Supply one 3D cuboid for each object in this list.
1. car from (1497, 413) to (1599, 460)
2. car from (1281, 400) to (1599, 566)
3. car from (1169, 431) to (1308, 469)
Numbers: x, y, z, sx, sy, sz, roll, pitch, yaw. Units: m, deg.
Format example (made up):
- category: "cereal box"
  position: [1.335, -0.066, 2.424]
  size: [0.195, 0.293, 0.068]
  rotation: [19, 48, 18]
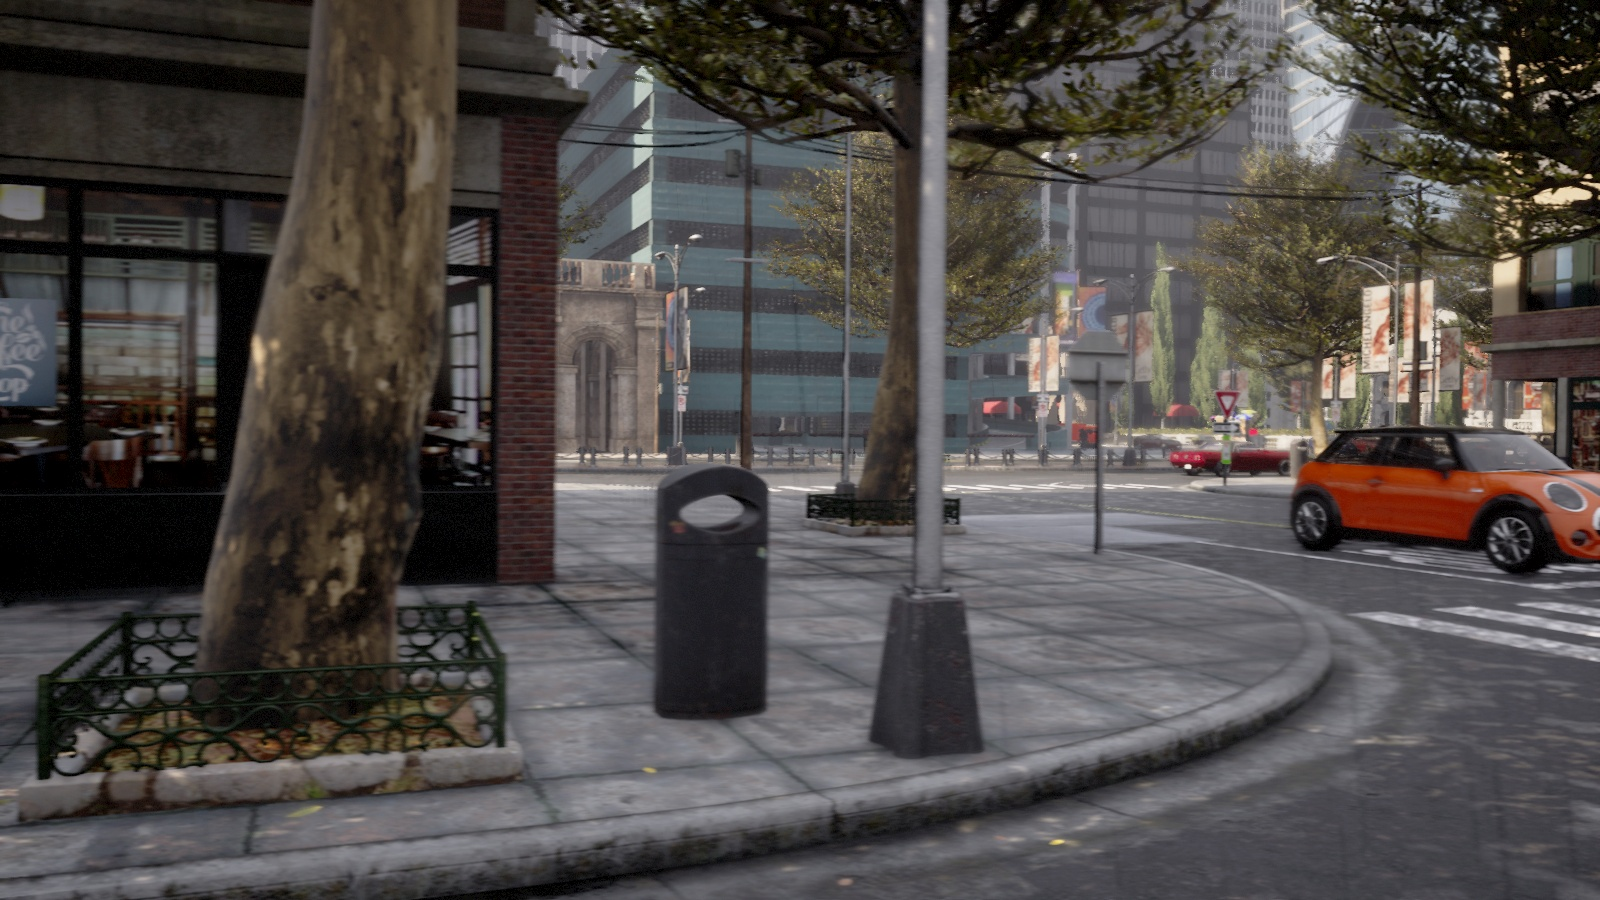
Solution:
- category: "car"
  position: [31.454, -0.573, 52.079]
  size: [4.605, 1.855, 1.932]
  rotation: [-1, 1, -21]
- category: "car"
  position: [8.535, 0.307, 15.817]
  size: [2.097, 1.767, 4.553]
  rotation: [-1, 1, -22]
- category: "car"
  position: [16.155, -0.029, 46.274]
  size: [4.718, 1.301, 1.895]
  rotation: [-1, 1, -22]
